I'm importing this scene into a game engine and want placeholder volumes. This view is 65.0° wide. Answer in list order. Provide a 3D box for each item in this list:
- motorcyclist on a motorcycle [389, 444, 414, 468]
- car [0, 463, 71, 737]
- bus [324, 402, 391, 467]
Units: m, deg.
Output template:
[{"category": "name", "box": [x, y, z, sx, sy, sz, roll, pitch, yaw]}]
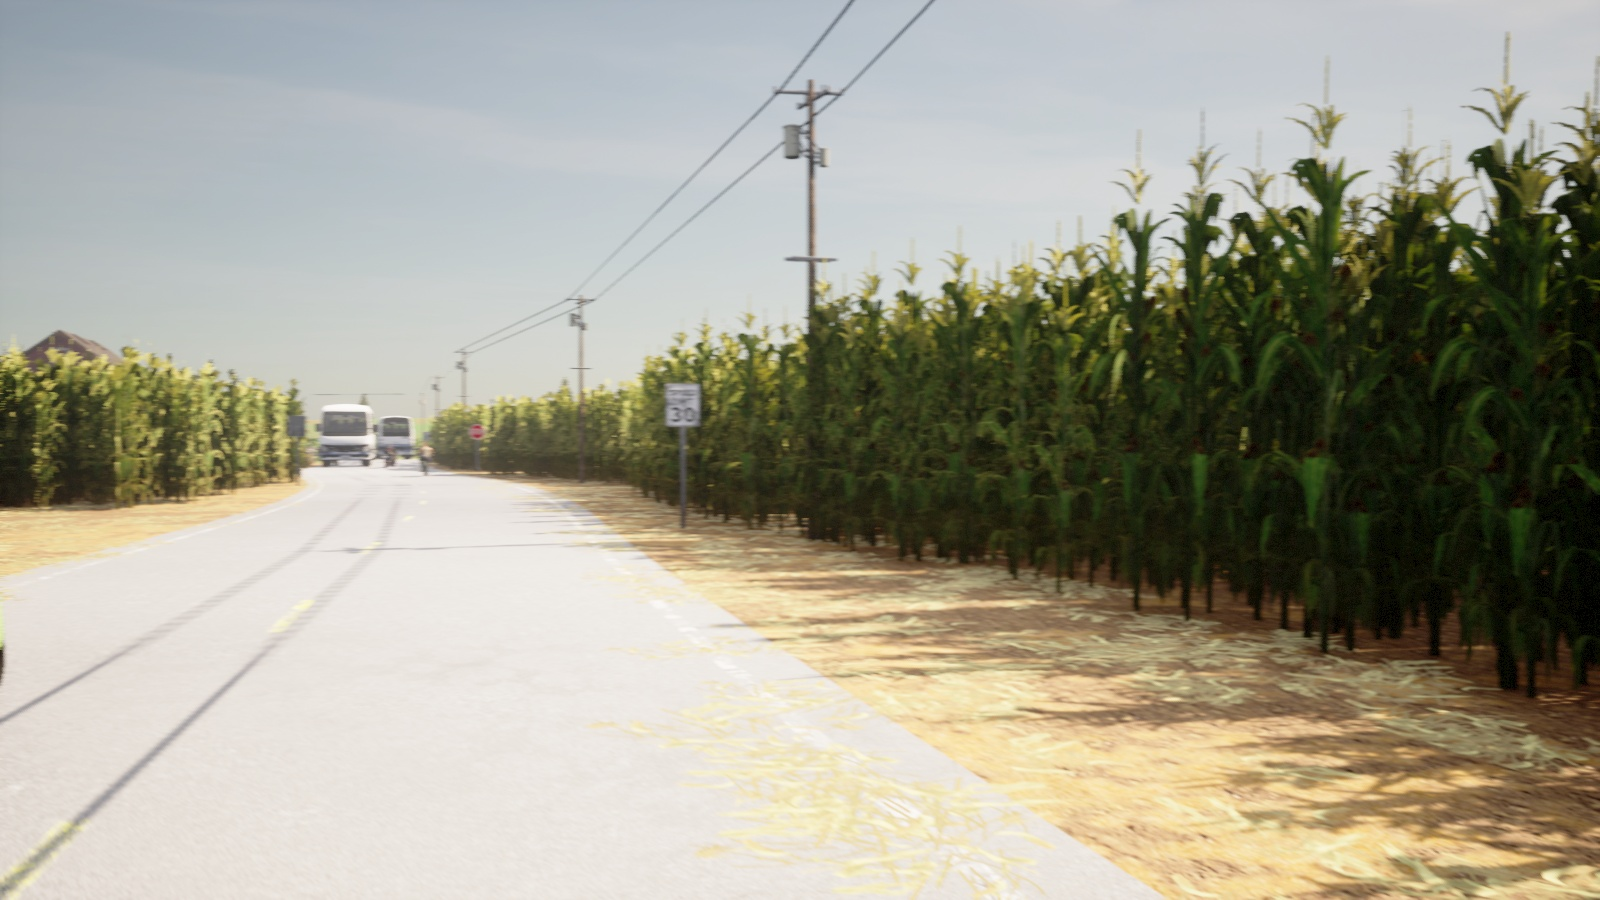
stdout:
[{"category": "motorcyclist on a motorcycle", "box": [-25.484, 0.385, 80.341, 0.866, 1.530, 2.191, -2, 0, -2]}, {"category": "car", "box": [-4.810, 0.779, 6.263, 1.481, 1.376, 2.207, 0, 0, -14]}, {"category": "bus", "box": [-30.642, -1.052, 87.307, 3.944, 4.253, 10.273, 0, 0, -17]}]
